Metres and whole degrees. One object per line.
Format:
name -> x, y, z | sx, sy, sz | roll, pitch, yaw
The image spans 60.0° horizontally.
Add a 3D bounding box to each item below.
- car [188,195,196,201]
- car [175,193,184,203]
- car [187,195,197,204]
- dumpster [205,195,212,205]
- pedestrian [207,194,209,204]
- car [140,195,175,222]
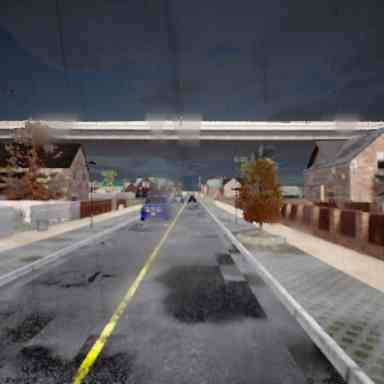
car -> 0.025, 1.485, 87.976 | 2.033, 1.411, 5.357 | 0, 0, 0
car -> -2.732, 1.278, 68.572 | 2.150, 2.045, 5.566 | 0, 0, 0
car -> 0.020, 1.583, 67.792 | 1.812, 1.442, 4.674 | 0, 0, 0
dumpster -> 3.012, 1.468, 60.672 | 1.020, 1.700, 1.940 | -1, -1, 0
pedestrian -> 3.027, 1.215, 61.695 | 0.375, 1.860, 0.375 | 1, -1, 0
car -> -2.839, 1.264, 27.230 | 2.150, 2.045, 5.566 | 0, 0, 0
